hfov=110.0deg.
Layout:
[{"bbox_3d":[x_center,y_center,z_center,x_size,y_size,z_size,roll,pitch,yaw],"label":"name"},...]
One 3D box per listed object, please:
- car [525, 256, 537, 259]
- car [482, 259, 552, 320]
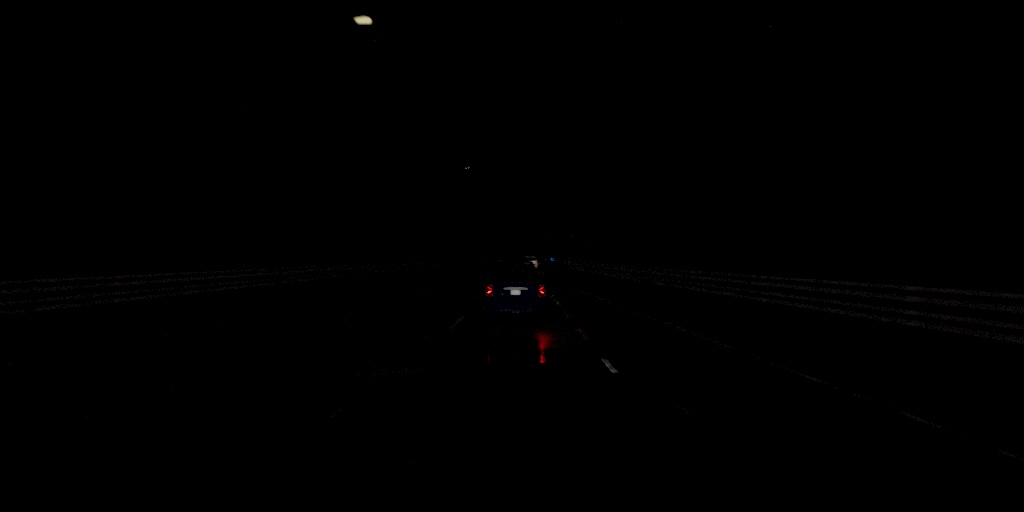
[{"bbox_3d":[2.771,1.078,51.938,2.150,2.045,5.566,0,0,6],"label":"car"},{"bbox_3d":[0.162,1.108,12.784,2.097,1.767,4.553,0,0,1],"label":"car"}]
